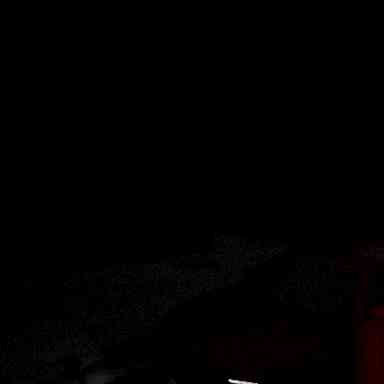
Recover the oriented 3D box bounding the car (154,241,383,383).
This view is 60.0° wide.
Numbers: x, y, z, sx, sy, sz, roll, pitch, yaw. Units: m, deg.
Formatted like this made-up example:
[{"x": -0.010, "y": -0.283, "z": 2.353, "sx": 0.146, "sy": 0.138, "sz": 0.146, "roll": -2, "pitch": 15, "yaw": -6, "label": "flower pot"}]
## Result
[{"x": 1.892, "y": 1.485, "z": 4.421, "sx": 5.008, "sy": 1.535, "sz": 1.882, "roll": 0, "pitch": 0, "yaw": -35, "label": "car"}]
